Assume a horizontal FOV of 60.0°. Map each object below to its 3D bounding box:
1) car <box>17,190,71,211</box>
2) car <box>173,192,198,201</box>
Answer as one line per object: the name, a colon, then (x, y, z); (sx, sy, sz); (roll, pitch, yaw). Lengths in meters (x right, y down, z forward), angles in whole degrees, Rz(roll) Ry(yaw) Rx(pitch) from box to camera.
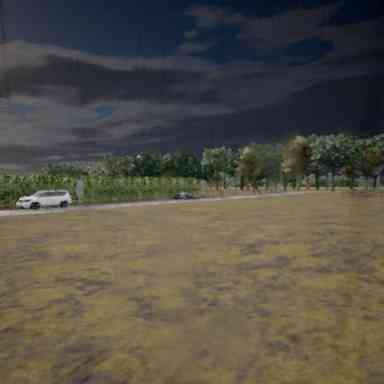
car: (-15.768, 0.837, 35.804); (2.150, 2.045, 5.566); (0, 1, 36)
car: (-1.011, 0.694, 56.559); (2.033, 1.411, 5.357); (0, 1, 36)
